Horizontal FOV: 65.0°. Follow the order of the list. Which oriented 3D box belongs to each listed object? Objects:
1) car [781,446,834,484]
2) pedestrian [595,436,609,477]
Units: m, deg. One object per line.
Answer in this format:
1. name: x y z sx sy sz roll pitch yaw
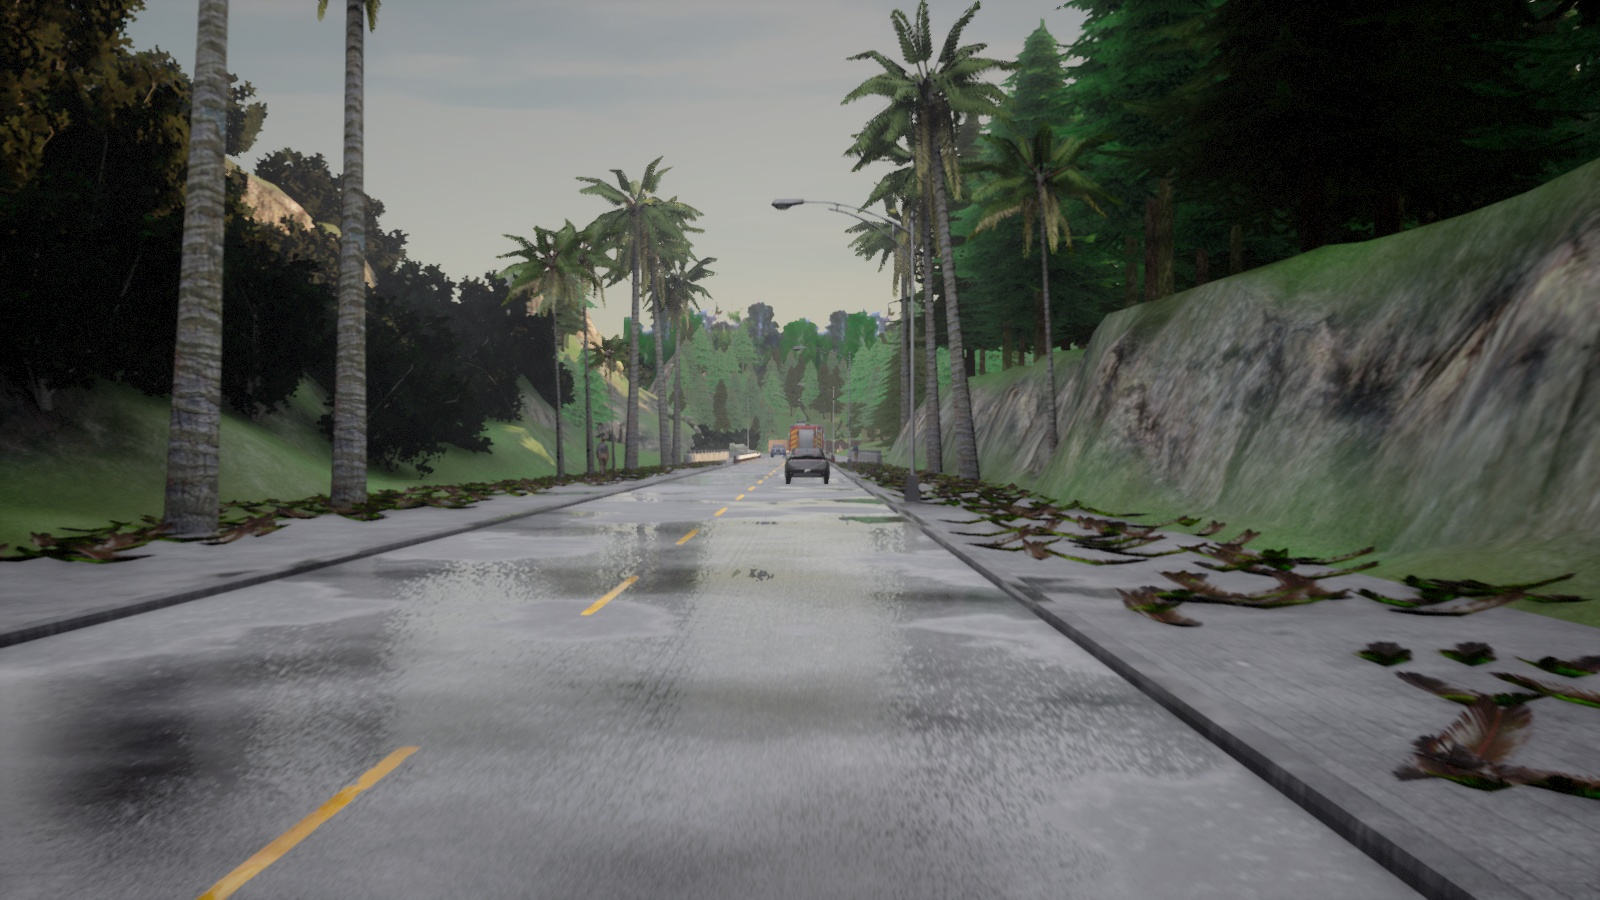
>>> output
1. car: 0.305 0.603 53.367 2.128 1.511 4.902 0 0 0
2. pedestrian: -8.892 0.277 56.503 0.540 1.848 0.694 0 0 -3
